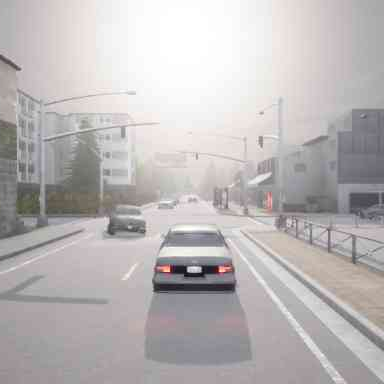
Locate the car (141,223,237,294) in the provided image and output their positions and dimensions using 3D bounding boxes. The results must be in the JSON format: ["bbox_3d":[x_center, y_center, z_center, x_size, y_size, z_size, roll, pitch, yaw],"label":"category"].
[{"bbox_3d":[0.067,1.547,8.944,2.033,1.411,5.357,0,0,1],"label":"car"}]

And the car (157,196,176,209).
[{"bbox_3d":[-3.561,1.526,45.849,1.812,1.442,4.674,0,0,0],"label":"car"}]

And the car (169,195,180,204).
[{"bbox_3d":[-3.479,1.477,65.994,1.882,1.535,5.008,0,0,0],"label":"car"}]

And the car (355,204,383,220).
[{"bbox_3d":[16.739,1.740,29.327,4.181,1.385,1.994,0,0,0],"label":"car"}]

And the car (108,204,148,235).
[{"bbox_3d":[-3.669,1.500,18.873,1.837,1.490,4.892,3,-1,-14],"label":"car"}]

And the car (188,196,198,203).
[{"bbox_3d":[0.156,1.525,68.830,1.812,1.442,4.674,0,0,0],"label":"car"}]

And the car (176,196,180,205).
[{"bbox_3d":[-3.541,1.505,55.853,1.837,1.490,4.892,0,0,0],"label":"car"}]
